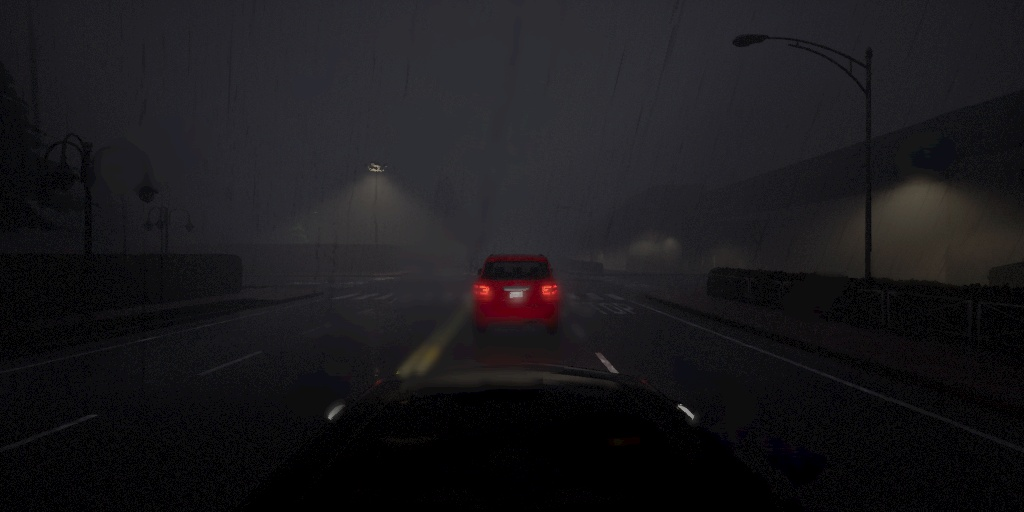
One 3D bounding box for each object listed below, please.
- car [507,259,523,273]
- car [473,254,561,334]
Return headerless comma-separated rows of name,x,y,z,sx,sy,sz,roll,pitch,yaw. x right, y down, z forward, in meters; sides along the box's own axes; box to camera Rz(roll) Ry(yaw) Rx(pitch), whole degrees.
car,0.361,1.228,45.613,1.882,1.535,5.008,0,0,1
car,0.122,0.971,10.760,2.150,2.045,5.566,0,0,0
